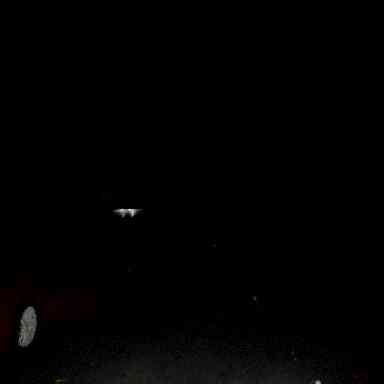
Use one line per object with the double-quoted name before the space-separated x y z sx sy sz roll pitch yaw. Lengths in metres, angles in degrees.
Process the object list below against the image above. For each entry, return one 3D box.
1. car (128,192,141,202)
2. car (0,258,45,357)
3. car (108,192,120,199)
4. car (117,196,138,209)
"car" -12.315 1.011 70.760 2.150 2.045 5.566 -2 1 -21
"car" -3.220 1.479 3.254 1.882 1.535 5.008 0 0 -2
"car" -20.151 1.068 87.641 2.033 1.411 5.357 -2 2 -22
"car" -9.083 1.668 46.649 1.994 1.385 4.181 -1 0 -14
